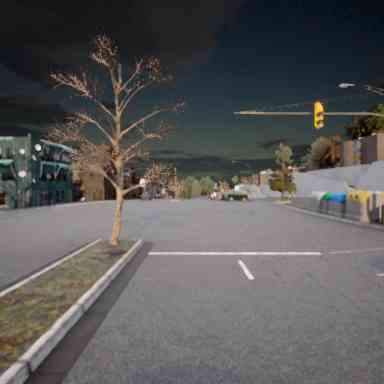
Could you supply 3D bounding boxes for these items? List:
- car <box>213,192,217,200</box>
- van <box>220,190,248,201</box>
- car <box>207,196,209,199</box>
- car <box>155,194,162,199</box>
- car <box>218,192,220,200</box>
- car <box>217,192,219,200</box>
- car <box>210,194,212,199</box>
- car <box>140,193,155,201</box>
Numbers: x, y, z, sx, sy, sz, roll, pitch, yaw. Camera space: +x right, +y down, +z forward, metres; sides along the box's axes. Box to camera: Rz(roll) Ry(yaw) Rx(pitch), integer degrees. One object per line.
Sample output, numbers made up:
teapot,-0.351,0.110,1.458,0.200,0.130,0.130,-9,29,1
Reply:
car,7.816,0.997,69.427,5.366,1.575,1.946,1,-1,-20
van,7.893,0.648,60.520,4.442,1.987,1.878,1,-1,-20
car,7.987,1.104,93.334,5.566,2.045,2.435,1,-1,-20
car,-8.991,1.302,89.358,2.033,1.411,5.357,0,-1,0
car,7.991,0.958,63.540,4.674,1.452,2.002,1,-1,-20
car,7.995,1.001,66.514,4.674,1.452,2.002,1,-1,-20
car,8.143,1.217,84.453,5.366,1.575,1.946,1,-1,-20
car,-8.946,0.990,64.780,1.837,1.490,4.892,0,2,0
